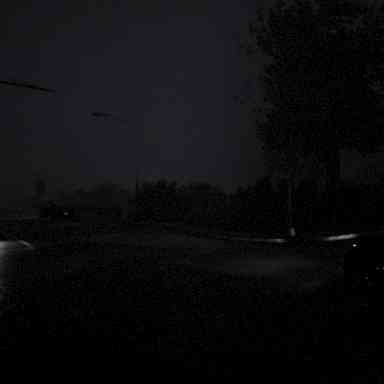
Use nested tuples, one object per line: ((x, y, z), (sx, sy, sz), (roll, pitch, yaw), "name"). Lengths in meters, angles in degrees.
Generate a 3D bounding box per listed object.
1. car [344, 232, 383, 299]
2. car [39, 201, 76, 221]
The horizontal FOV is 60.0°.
((6.005, 1.318, 6.483), (2.150, 2.045, 5.566), (1, 0, -39), "car")
((-11.545, 1.540, 28.342), (1.882, 1.535, 5.008), (1, 0, -39), "car")
